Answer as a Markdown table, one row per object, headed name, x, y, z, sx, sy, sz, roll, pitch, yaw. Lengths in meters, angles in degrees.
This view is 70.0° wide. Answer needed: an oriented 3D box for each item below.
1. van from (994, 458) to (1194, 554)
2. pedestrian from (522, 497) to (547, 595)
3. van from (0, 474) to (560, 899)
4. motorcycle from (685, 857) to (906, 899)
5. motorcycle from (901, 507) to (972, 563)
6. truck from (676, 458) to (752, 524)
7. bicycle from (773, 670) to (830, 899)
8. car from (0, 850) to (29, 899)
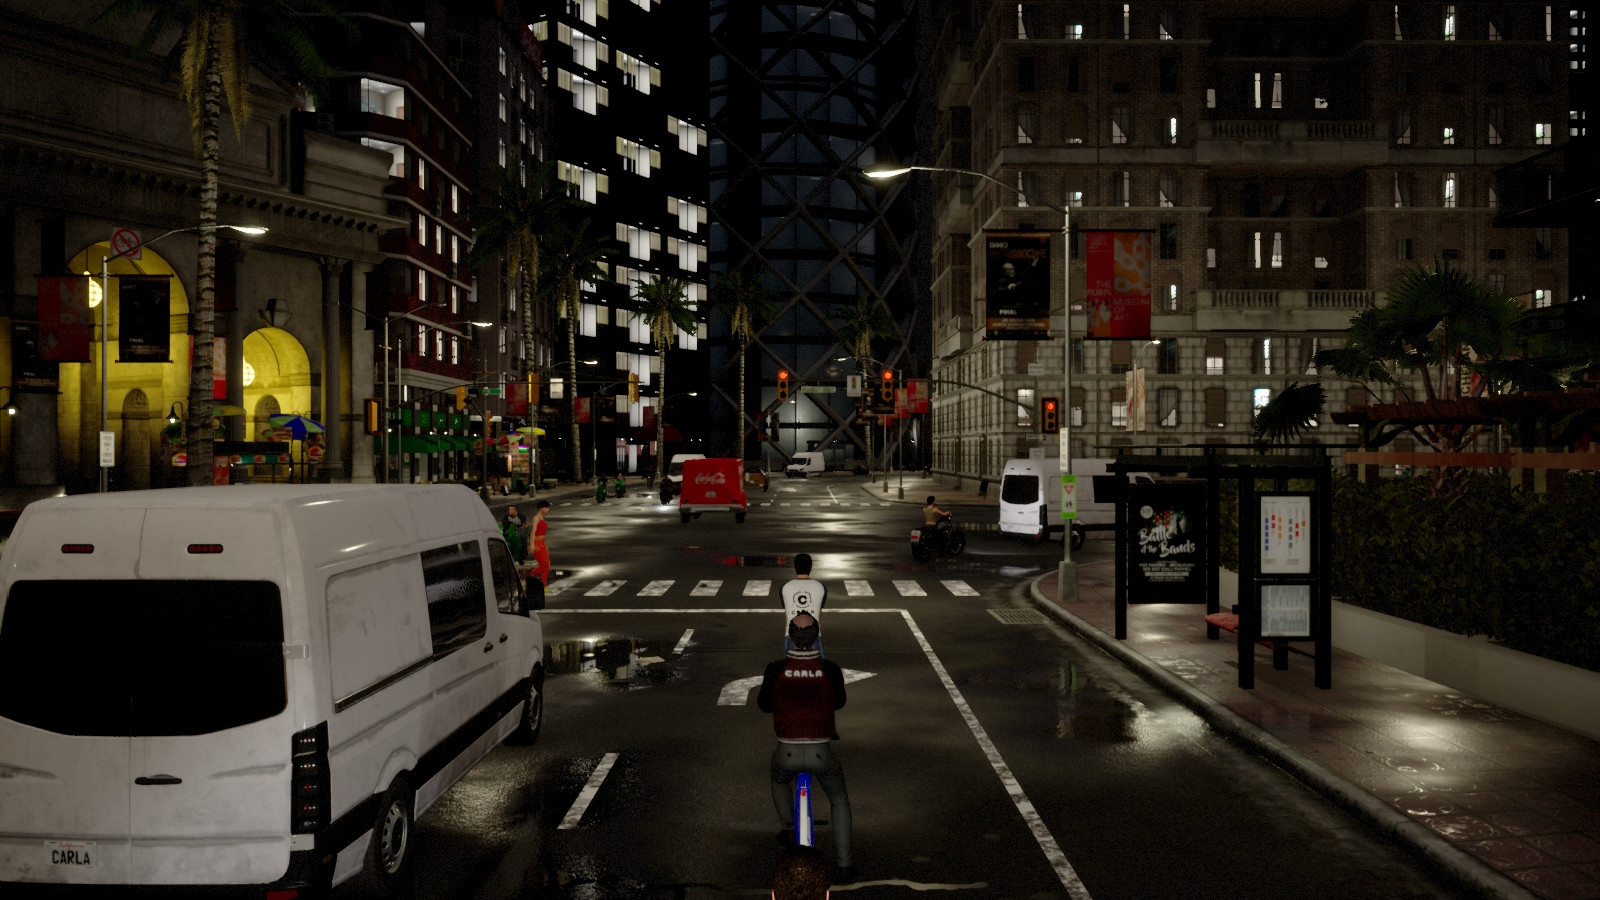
| name | x | y | z | sx | sy | sz | roll | pitch | yaw |
| --- | --- | --- | --- | --- | --- | --- | --- | --- | --- |
| van | 8.628 | 1.534 | 33.308 | 5.915 | 2.561 | 1.988 | 0 | 0 | -29 |
| pedestrian | -5.151 | 1.849 | 22.178 | 0.375 | 1.860 | 0.375 | 0 | 0 | 5 |
| van | -3.525 | 1.534 | 8.973 | 1.988 | 2.561 | 5.915 | 0 | 0 | 0 |
| motorcycle | -0.018 | 2.213 | 3.585 | 0.803 | 1.145 | 2.033 | 0 | 0 | 0 |
| motorcycle | 3.566 | 2.170 | 29.642 | 0.764 | 1.277 | 2.356 | 0 | 0 | 37 |
| truck | -3.354 | 1.568 | 45.683 | 2.627 | 2.467 | 5.204 | 0 | 0 | 0 |
| bicycle | 0.008 | 2.210 | 7.501 | 0.329 | 1.171 | 1.835 | 0 | 0 | 0 |
| car | -3.487 | 2.120 | 2.971 | 1.481 | 1.376 | 2.207 | 0 | 0 | 0 |
